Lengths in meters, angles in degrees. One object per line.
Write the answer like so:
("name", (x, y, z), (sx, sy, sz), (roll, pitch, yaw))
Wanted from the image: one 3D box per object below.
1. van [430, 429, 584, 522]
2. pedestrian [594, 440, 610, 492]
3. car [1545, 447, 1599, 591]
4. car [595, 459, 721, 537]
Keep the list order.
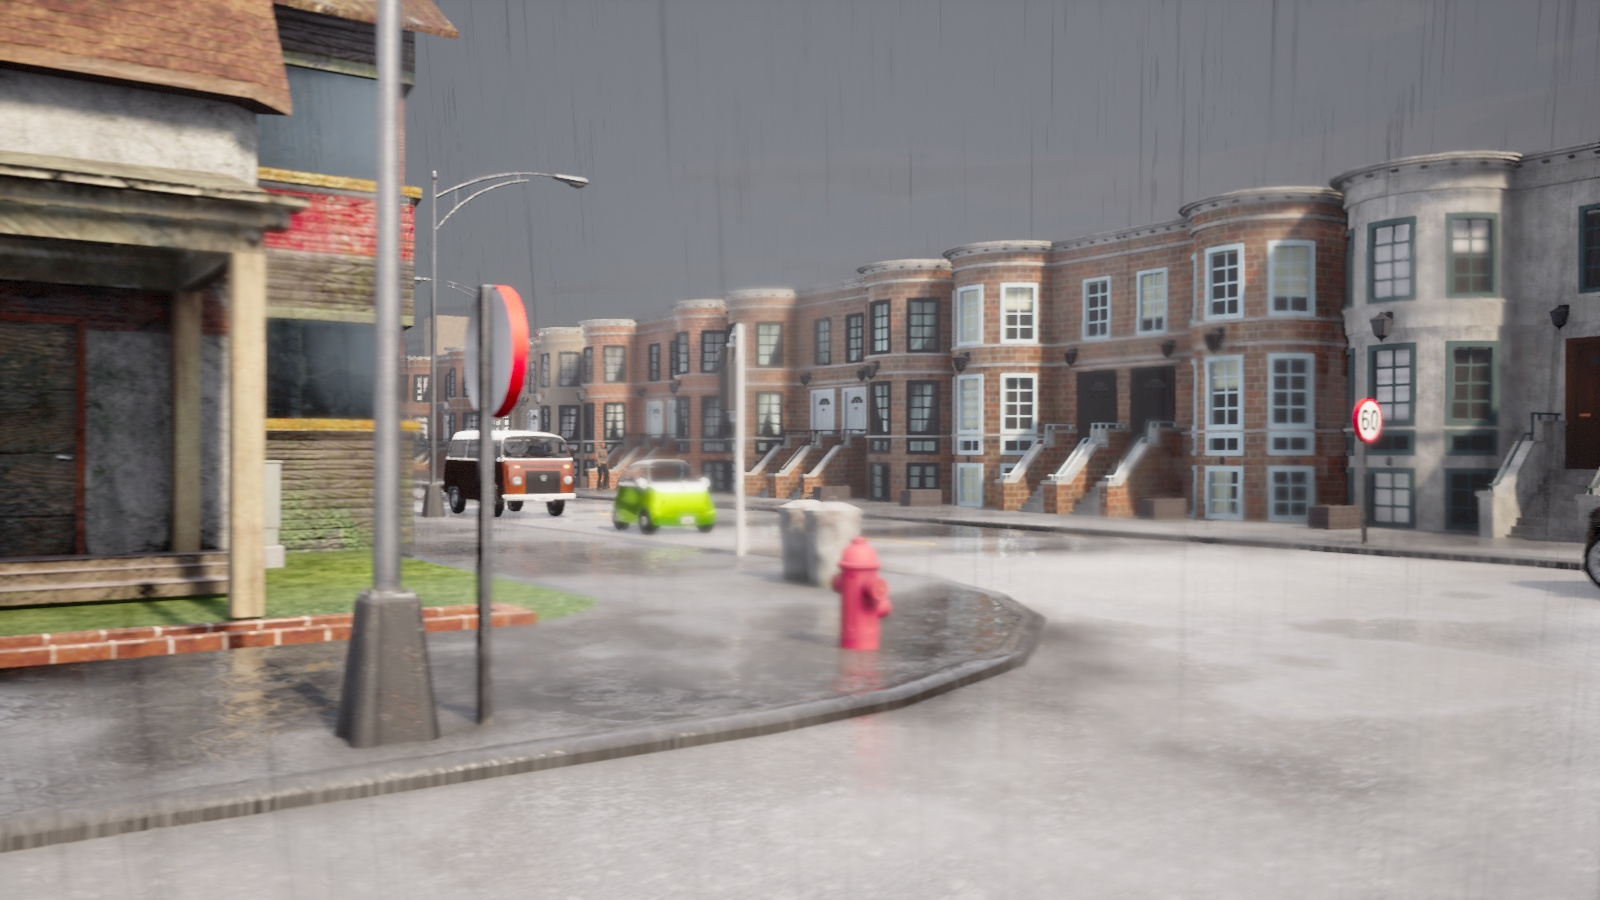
("van", (-7.046, 0.557, 29.874), (2.069, 2.038, 4.480), (0, 0, -35))
("pedestrian", (-7.113, 0.581, 45.122), (0.331, 1.846, 0.634), (0, 0, -36))
("car", (9.553, 0.732, 11.833), (1.882, 1.535, 5.008), (0, 0, -3))
("car", (-2.699, 0.864, 23.629), (1.481, 1.376, 2.207), (0, -1, -35))
